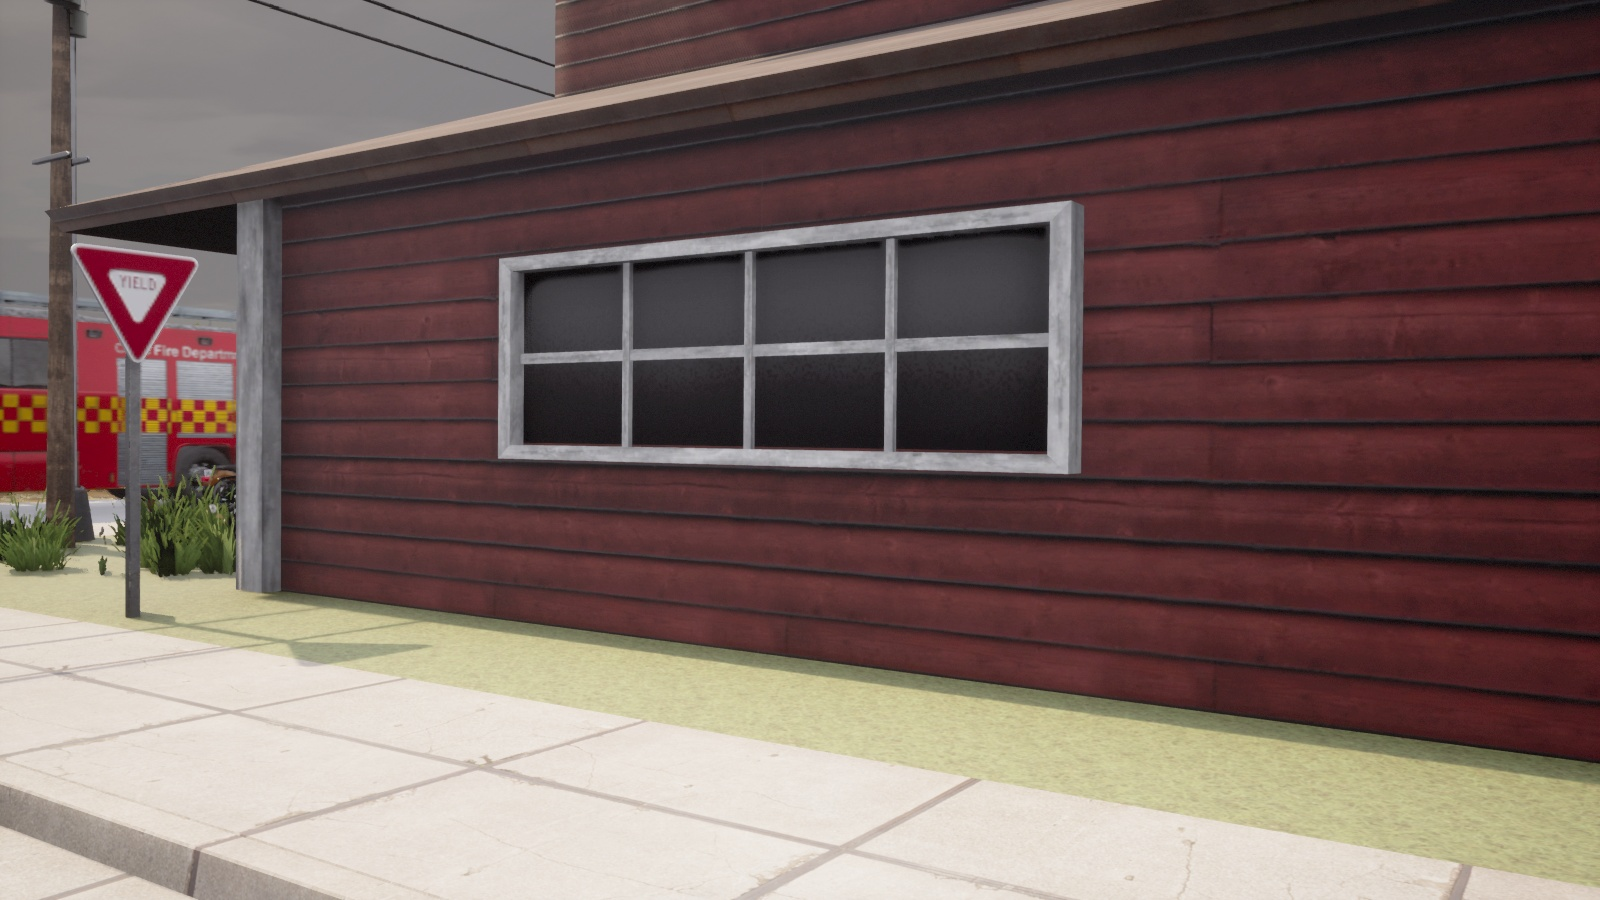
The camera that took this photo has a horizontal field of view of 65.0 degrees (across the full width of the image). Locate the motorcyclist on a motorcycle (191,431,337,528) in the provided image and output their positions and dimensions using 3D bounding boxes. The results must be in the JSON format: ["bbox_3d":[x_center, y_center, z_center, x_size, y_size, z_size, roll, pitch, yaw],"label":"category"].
[{"bbox_3d":[-9.633,0.486,22.672,0.766,1.649,2.350,0,1,34],"label":"motorcyclist on a motorcycle"}]

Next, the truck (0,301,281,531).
[{"bbox_3d":[-14.013,-0.587,22.484,2.891,3.827,8.468,0,1,35],"label":"truck"}]
